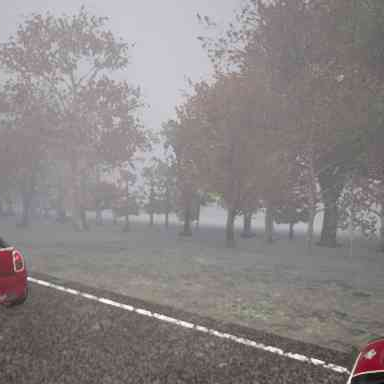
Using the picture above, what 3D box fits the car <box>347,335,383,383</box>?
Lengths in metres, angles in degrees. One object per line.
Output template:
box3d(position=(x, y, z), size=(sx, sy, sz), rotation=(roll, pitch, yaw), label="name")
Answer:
box3d(position=(3.101, 1.354, 1.487), size=(4.553, 1.767, 2.097), rotation=(0, 0, 35), label="car")

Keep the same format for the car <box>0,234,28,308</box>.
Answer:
box3d(position=(-5.333, 1.341, 6.697), size=(4.553, 1.767, 2.097), rotation=(0, 0, 36), label="car")
